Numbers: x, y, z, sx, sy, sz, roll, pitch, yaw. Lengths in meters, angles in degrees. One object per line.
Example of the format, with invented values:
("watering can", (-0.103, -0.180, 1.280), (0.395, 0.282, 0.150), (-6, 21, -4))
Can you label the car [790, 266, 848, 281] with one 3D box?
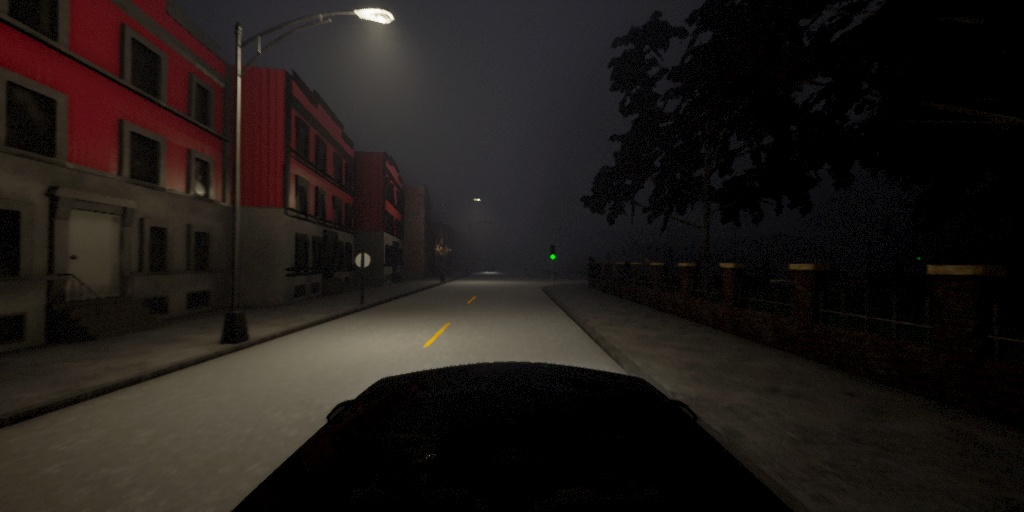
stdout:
("car", (31.264, 1.722, 36.648), (5.008, 1.535, 1.882), (0, -1, 1))
